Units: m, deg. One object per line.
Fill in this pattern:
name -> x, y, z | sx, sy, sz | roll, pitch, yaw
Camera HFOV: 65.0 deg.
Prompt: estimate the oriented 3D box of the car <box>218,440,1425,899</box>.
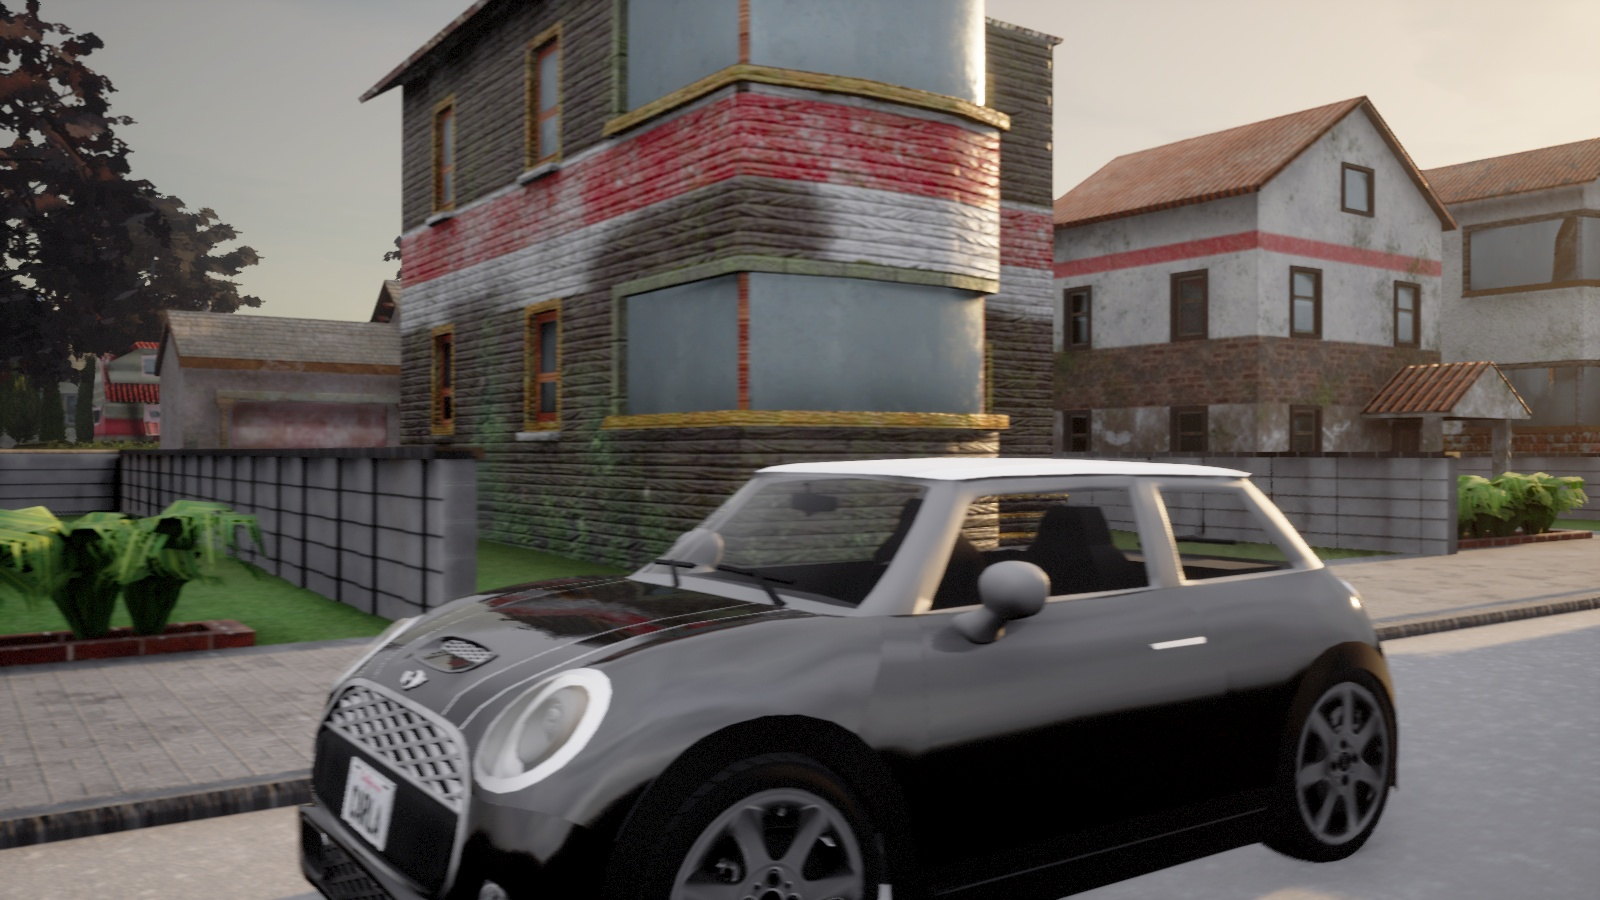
car -> 0.209, 0.721, 4.413 | 3.806, 1.475, 1.970 | 0, 0, -35
